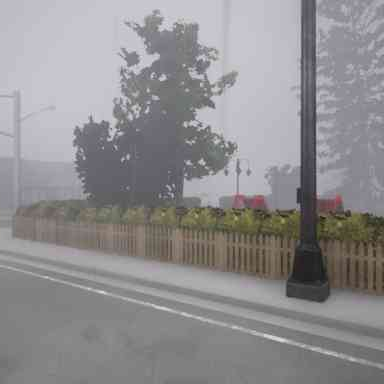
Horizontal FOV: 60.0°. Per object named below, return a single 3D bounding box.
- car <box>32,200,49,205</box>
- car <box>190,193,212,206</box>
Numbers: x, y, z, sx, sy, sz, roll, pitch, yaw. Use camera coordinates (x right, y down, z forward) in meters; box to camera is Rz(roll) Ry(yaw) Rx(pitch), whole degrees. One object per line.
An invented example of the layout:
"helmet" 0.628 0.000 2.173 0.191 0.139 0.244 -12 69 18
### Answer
"car" -14.169 1.526 31.813 1.812 1.442 4.674 0 0 34
"car" 1.117 1.227 53.388 2.150 2.045 5.566 0 0 35
